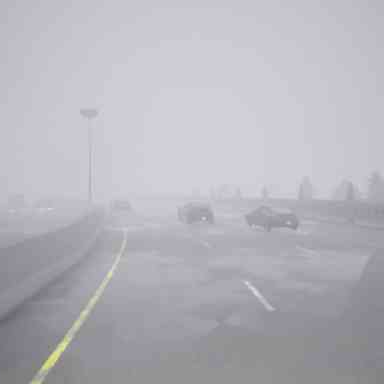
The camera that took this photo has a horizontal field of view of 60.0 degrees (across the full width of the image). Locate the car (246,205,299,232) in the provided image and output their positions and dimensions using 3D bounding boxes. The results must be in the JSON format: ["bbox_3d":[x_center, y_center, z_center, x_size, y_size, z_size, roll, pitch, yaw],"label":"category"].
[{"bbox_3d":[4.798,1.521,20.301,1.812,1.442,4.674,0,0,-11],"label":"car"}]

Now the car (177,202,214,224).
[{"bbox_3d":[0.191,1.524,24.778,1.837,1.490,4.892,0,0,-14],"label":"car"}]

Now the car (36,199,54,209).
[{"bbox_3d":[-21.807,1.699,49.213,1.994,1.385,4.181,0,0,-32],"label":"car"}]

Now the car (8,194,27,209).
[{"bbox_3d":[-25.907,1.372,49.195,2.150,2.045,5.566,0,0,-33],"label":"car"}]

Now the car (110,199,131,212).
[{"bbox_3d":[-8.474,1.560,39.256,2.128,1.511,4.902,0,0,-23],"label":"car"}]
